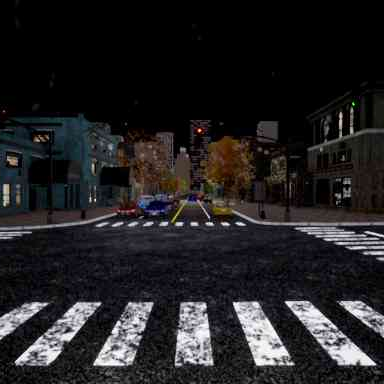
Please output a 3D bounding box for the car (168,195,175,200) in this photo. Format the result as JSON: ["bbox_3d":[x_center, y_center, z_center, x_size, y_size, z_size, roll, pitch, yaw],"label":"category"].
[{"bbox_3d":[-5.638,1.562,91.377,1.802,1.307,4.206,0,0,0],"label":"car"}]

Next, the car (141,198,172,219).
[{"bbox_3d":[-3.099,1.521,29.621,1.812,1.442,4.674,0,0,0],"label":"car"}]

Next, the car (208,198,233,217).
[{"bbox_3d":[2.706,1.520,30.533,1.752,1.417,4.829,-1,0,0],"label":"car"}]

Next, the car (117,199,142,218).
[{"bbox_3d":[-5.674,1.577,30.367,1.802,1.307,4.206,0,0,0],"label":"car"}]

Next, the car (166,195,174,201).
[{"bbox_3d":[-5.641,1.526,85.831,1.887,1.381,4.507,0,0,0],"label":"car"}]

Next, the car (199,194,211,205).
[{"bbox_3d":[2.723,1.539,58.094,2.008,1.369,4.403,-1,0,0],"label":"car"}]

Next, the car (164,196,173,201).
[{"bbox_3d":[-5.645,1.549,80.284,1.947,1.339,4.313,0,0,0],"label":"car"}]

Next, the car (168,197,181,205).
[{"bbox_3d":[-3.028,1.589,58.054,1.895,1.301,4.718,0,0,0],"label":"car"}]

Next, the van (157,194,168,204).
[{"bbox_3d":[-5.656,1.328,63.645,1.690,1.788,3.998,0,0,0],"label":"van"}]

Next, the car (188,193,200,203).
[{"bbox_3d":[0.110,1.463,70.795,1.882,1.535,5.008,0,0,0],"label":"car"}]

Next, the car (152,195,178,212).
[{"bbox_3d":[-3.075,1.484,38.820,2.128,1.511,4.902,0,0,0],"label":"car"}]

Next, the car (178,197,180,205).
[{"bbox_3d":[-3.063,1.555,47.944,1.994,1.385,4.181,0,0,0],"label":"car"}]

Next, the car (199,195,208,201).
[{"bbox_3d":[2.737,1.528,80.279,1.887,1.381,4.507,-1,0,0],"label":"car"}]

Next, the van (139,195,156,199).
[{"bbox_3d":[-5.669,1.333,41.460,1.690,1.788,3.998,0,0,0],"label":"van"}]

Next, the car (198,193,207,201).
[{"bbox_3d":[2.737,1.297,85.826,2.192,1.841,5.009,-1,0,0],"label":"car"}]

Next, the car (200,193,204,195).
[{"bbox_3d":[2.733,1.551,74.733,1.947,1.339,4.313,-1,0,0],"label":"car"}]

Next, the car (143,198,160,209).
[{"bbox_3d":[-5.665,1.536,47.007,1.887,1.381,4.507,0,0,0],"label":"car"}]
